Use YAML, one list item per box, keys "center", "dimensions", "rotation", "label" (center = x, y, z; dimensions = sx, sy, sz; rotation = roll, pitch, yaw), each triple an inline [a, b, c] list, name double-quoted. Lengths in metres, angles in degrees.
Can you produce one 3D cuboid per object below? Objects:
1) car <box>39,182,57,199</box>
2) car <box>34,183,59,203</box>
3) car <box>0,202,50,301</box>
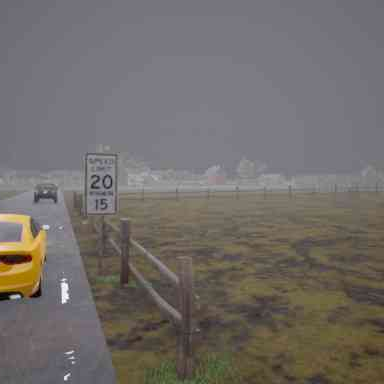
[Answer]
- center: [-19.336, -0.256, 44.862]
  dimensions: [2.150, 2.045, 5.566]
  rotation: [0, 2, -22]
  label: "car"
- center: [-15.424, 0.054, 35.221]
  dimensions: [2.150, 2.045, 5.566]
  rotation: [0, 2, -21]
  label: "car"
- center: [-4.363, 1.231, 7.527]
  dimensions: [1.882, 1.535, 5.008]
  rotation: [0, 2, -22]
  label: "car"
